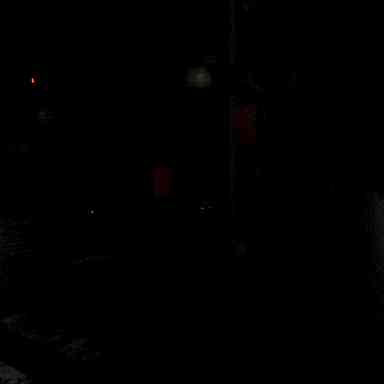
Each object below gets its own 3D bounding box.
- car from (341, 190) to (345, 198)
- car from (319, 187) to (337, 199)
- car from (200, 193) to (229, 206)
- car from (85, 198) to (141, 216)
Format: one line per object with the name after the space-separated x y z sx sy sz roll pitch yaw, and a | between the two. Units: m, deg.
28.202 0.379 60.027 1.837 1.490 4.892 0 1 34 | car
24.951 0.106 61.056 2.150 2.045 5.566 0 1 35 | car
3.101 0.883 41.410 2.033 1.411 5.357 0 1 35 | car
-6.490 1.224 27.676 1.895 1.301 4.718 0 1 35 | car
